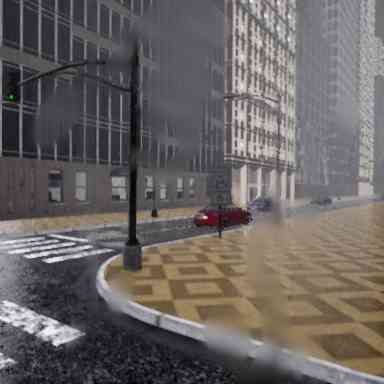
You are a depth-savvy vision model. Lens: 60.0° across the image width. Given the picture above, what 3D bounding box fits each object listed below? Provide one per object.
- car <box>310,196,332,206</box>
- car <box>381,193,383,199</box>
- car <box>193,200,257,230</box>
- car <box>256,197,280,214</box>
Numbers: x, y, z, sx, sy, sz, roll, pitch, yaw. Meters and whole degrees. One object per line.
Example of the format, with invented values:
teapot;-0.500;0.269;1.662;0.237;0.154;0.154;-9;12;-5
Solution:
car;18.387;1.253;47.083;2.033;1.411;5.357;1;1;37
car;48.060;0.885;82.065;2.097;1.767;4.553;1;1;37
car;1.898;1.358;19.802;1.994;1.385;4.181;1;1;37
car;6.859;1.245;31.673;1.812;1.442;4.674;1;1;36
